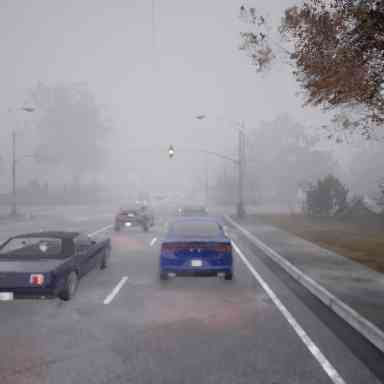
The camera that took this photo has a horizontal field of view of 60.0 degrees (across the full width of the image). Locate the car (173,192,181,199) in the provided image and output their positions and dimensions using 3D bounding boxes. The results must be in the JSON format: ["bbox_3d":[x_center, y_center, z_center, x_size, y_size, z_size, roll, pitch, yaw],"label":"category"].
[{"bbox_3d":[-3.923,0.976,88.164,2.033,1.411,5.357,0,1,-4],"label":"car"}]

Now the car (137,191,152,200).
[{"bbox_3d":[-10.493,0.847,71.774,2.150,2.045,5.566,0,0,0],"label":"car"}]

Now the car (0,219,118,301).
[{"bbox_3d":[-3.395,1.610,8.276,1.895,1.301,4.718,0,0,0],"label":"car"}]

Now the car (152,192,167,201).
[{"bbox_3d":[-6.996,1.098,72.007,1.882,1.535,5.008,0,0,0],"label":"car"}]

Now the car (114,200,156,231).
[{"bbox_3d":[-3.390,1.457,20.130,1.837,1.490,4.892,0,0,0],"label":"car"}]

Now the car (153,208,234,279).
[{"bbox_3d":[0.106,1.483,10.086,1.882,1.535,5.008,0,0,0],"label":"car"}]

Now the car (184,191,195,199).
[{"bbox_3d":[-0.426,0.658,88.303,2.150,2.045,5.566,0,1,-4],"label":"car"}]

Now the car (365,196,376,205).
[{"bbox_3d":[24.399,1.322,46.289,4.674,1.442,1.812,0,0,-3],"label":"car"}]

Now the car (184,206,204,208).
[{"bbox_3d":[0.109,1.515,20.409,1.994,1.385,4.181,0,0,0],"label":"car"}]

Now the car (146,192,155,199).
[{"bbox_3d":[-10.887,0.808,87.368,2.097,1.767,4.553,0,1,-3],"label":"car"}]
